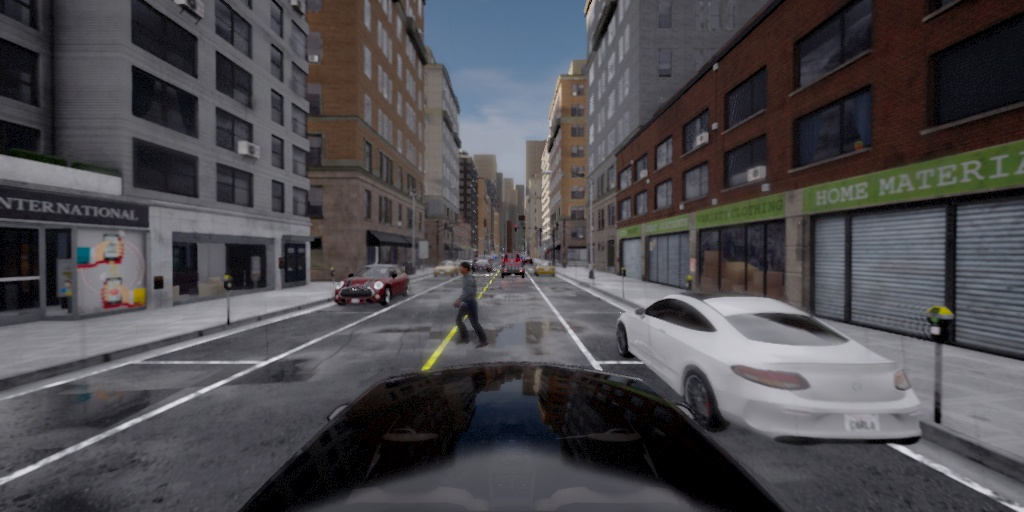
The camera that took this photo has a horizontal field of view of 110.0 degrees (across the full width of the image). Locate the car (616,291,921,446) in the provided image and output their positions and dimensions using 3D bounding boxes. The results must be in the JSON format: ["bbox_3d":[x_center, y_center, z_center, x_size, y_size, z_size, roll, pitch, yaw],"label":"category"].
[{"bbox_3d":[3.000,1.247,5.378,1.812,1.442,4.674,0,0,0],"label":"car"}]

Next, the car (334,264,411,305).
[{"bbox_3d":[-5.667,1.082,14.979,1.967,1.591,4.097,0,0,0],"label":"car"}]

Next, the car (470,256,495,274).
[{"bbox_3d":[-3.046,0.996,36.940,1.812,1.442,4.674,0,0,0],"label":"car"}]

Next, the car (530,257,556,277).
[{"bbox_3d":[2.860,1.037,31.724,1.751,1.417,4.829,0,0,0],"label":"car"}]

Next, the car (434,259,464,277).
[{"bbox_3d":[-5.665,1.037,31.386,1.751,1.417,4.829,0,0,0],"label":"car"}]

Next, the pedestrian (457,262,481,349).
[{"bbox_3d":[-0.911,0.997,7.523,0.375,1.860,0.375,0,1,-10],"label":"pedestrian"}]

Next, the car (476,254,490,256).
[{"bbox_3d":[-5.662,0.584,63.854,2.192,1.841,5.009,0,0,0],"label":"car"}]

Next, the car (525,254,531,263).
[{"bbox_3d":[2.864,0.814,63.853,1.888,1.381,4.507,0,0,0],"label":"car"}]

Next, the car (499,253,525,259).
[{"bbox_3d":[0.005,0.670,39.725,2.150,2.045,5.566,0,0,0],"label":"car"}]

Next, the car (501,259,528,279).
[{"bbox_3d":[0.084,1.129,29.495,1.895,1.301,4.718,0,0,0],"label":"car"}]
